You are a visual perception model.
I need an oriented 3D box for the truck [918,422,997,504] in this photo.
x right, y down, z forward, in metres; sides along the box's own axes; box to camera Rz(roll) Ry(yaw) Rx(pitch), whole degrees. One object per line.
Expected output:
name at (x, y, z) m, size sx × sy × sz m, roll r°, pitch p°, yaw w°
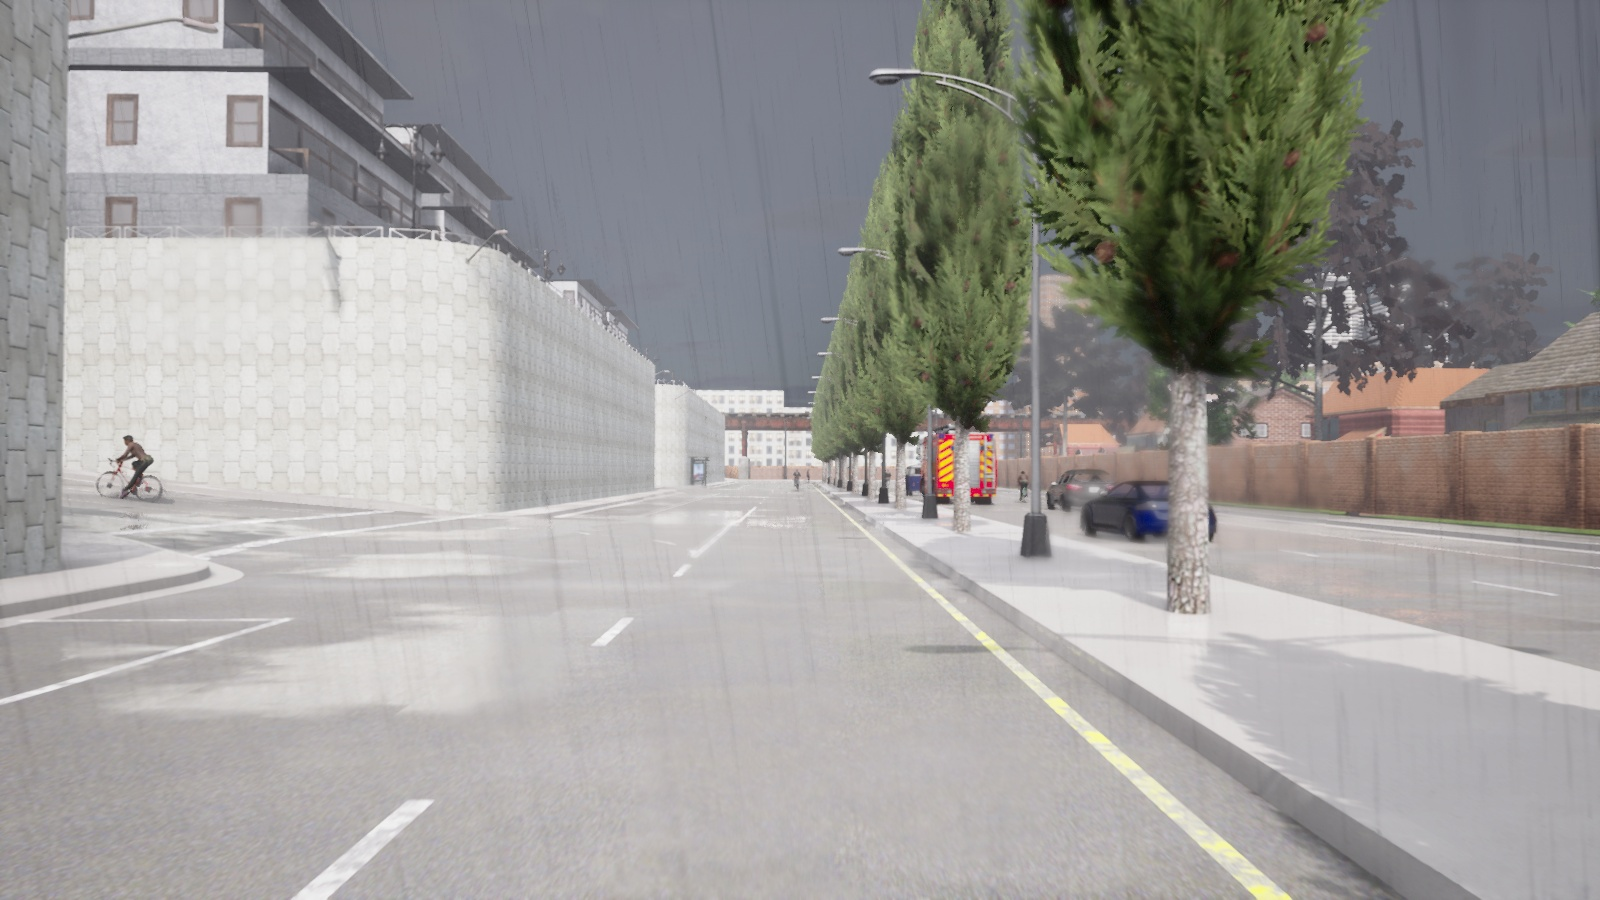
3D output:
truck at (7.841, 0.682, 63.555) m, size 2.891 × 3.827 × 8.468 m, roll 0°, pitch -1°, yaw 0°

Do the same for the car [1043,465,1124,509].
car at (11.376, 1.462, 50.713) m, size 2.242 × 1.667 × 4.611 m, roll 0°, pitch -1°, yaw 0°

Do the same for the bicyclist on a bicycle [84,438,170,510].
bicyclist on a bicycle at (-16.633, 0.588, 31.050) m, size 1.656 × 1.620 × 0.582 m, roll 6°, pitch -1°, yaw 0°

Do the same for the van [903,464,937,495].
van at (7.801, 1.905, 81.766) m, size 1.775 × 1.987 × 4.442 m, roll 0°, pitch -1°, yaw 0°

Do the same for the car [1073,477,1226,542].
car at (8.094, 1.340, 29.510) m, size 1.994 × 1.385 × 4.181 m, roll 0°, pitch -1°, yaw -7°
